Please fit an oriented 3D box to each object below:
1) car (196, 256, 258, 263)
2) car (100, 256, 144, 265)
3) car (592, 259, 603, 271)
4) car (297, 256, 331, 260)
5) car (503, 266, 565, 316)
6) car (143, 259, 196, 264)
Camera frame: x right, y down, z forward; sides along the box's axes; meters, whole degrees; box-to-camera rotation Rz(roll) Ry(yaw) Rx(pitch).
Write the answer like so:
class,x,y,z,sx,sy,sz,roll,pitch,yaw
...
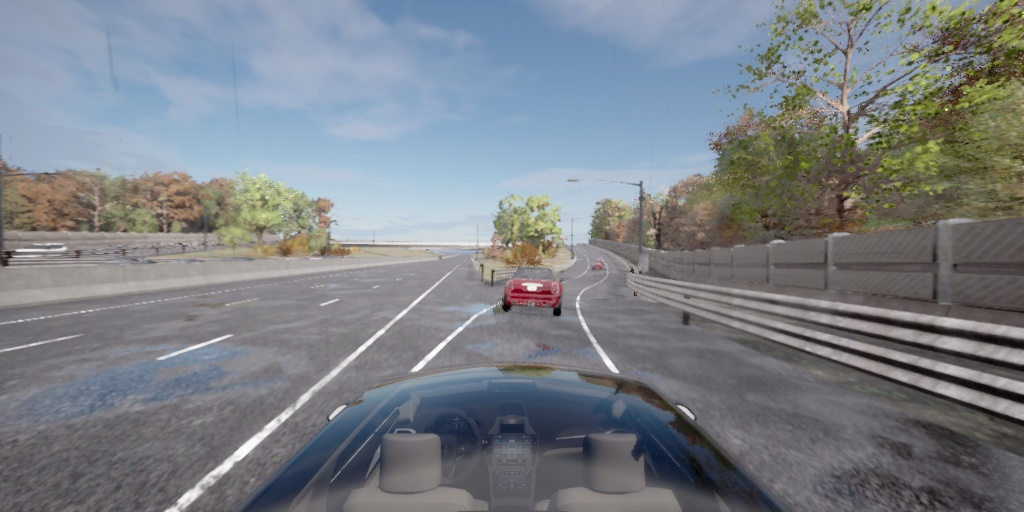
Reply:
class,x,y,z,sx,sy,sz,roll,pitch,yaw
car,-25.538,0.847,32.528,2.097,1.767,4.553,1,0,-6
car,-32.316,0.923,30.173,2.128,1.511,4.902,1,0,-6
car,14.972,1.739,62.766,1.812,1.442,4.674,1,2,14
car,-27.553,1.010,50.114,1.812,1.442,4.674,1,0,-6
car,1.010,1.217,14.465,2.097,1.767,4.553,2,-2,9
car,-28.988,1.011,31.869,2.033,1.411,5.357,1,0,-6
